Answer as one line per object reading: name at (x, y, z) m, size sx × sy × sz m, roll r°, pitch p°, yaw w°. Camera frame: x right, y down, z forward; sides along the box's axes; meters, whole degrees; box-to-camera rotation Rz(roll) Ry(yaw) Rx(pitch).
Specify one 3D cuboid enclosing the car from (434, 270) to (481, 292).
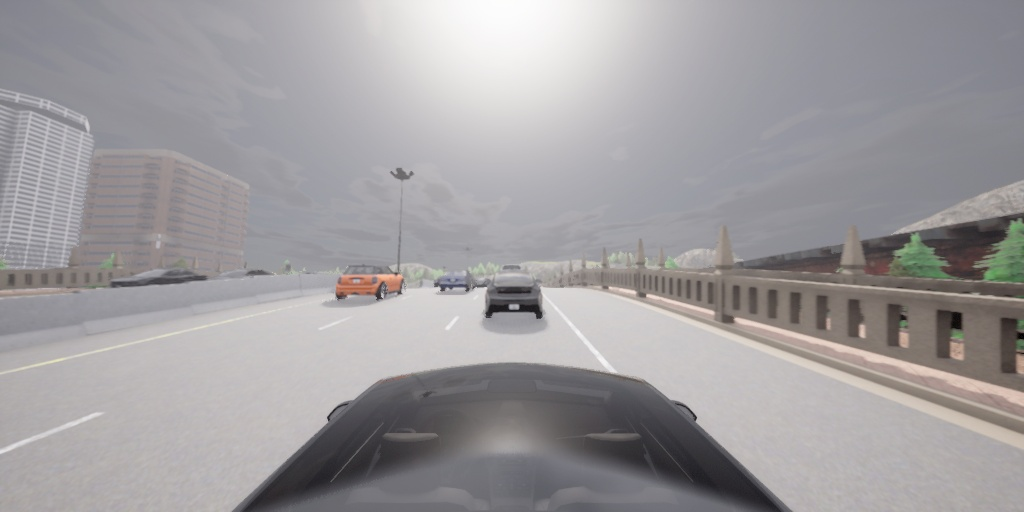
car at (-3.496, 1.596, 23.645) m, size 2.033 × 1.411 × 5.357 m, roll 0°, pitch -3°, yaw 0°

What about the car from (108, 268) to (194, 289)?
car at (-21.175, 1.477, 21.765) m, size 1.882 × 1.535 × 5.008 m, roll 0°, pitch -2°, yaw 0°

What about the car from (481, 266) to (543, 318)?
car at (0.054, 1.266, 13.038) m, size 1.837 × 1.490 × 4.892 m, roll 0°, pitch 0°, yaw 0°

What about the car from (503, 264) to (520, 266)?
car at (-0.039, 1.908, 33.122) m, size 2.150 × 2.045 × 5.566 m, roll 0°, pitch -5°, yaw 0°

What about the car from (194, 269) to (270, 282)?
car at (-17.678, 1.574, 23.563) m, size 1.837 × 1.490 × 4.892 m, roll 0°, pitch -3°, yaw 0°

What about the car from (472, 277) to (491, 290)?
car at (-3.582, 3.302, 42.701) m, size 1.994 × 1.385 × 4.181 m, roll 0°, pitch -7°, yaw 0°

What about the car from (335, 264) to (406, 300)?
car at (-6.971, 1.203, 18.179) m, size 2.097 × 1.767 × 4.553 m, roll 0°, pitch -1°, yaw 0°

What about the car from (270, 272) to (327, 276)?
car at (-14.182, 1.739, 24.990) m, size 1.895 × 1.301 × 4.718 m, roll 0°, pitch -3°, yaw 0°
